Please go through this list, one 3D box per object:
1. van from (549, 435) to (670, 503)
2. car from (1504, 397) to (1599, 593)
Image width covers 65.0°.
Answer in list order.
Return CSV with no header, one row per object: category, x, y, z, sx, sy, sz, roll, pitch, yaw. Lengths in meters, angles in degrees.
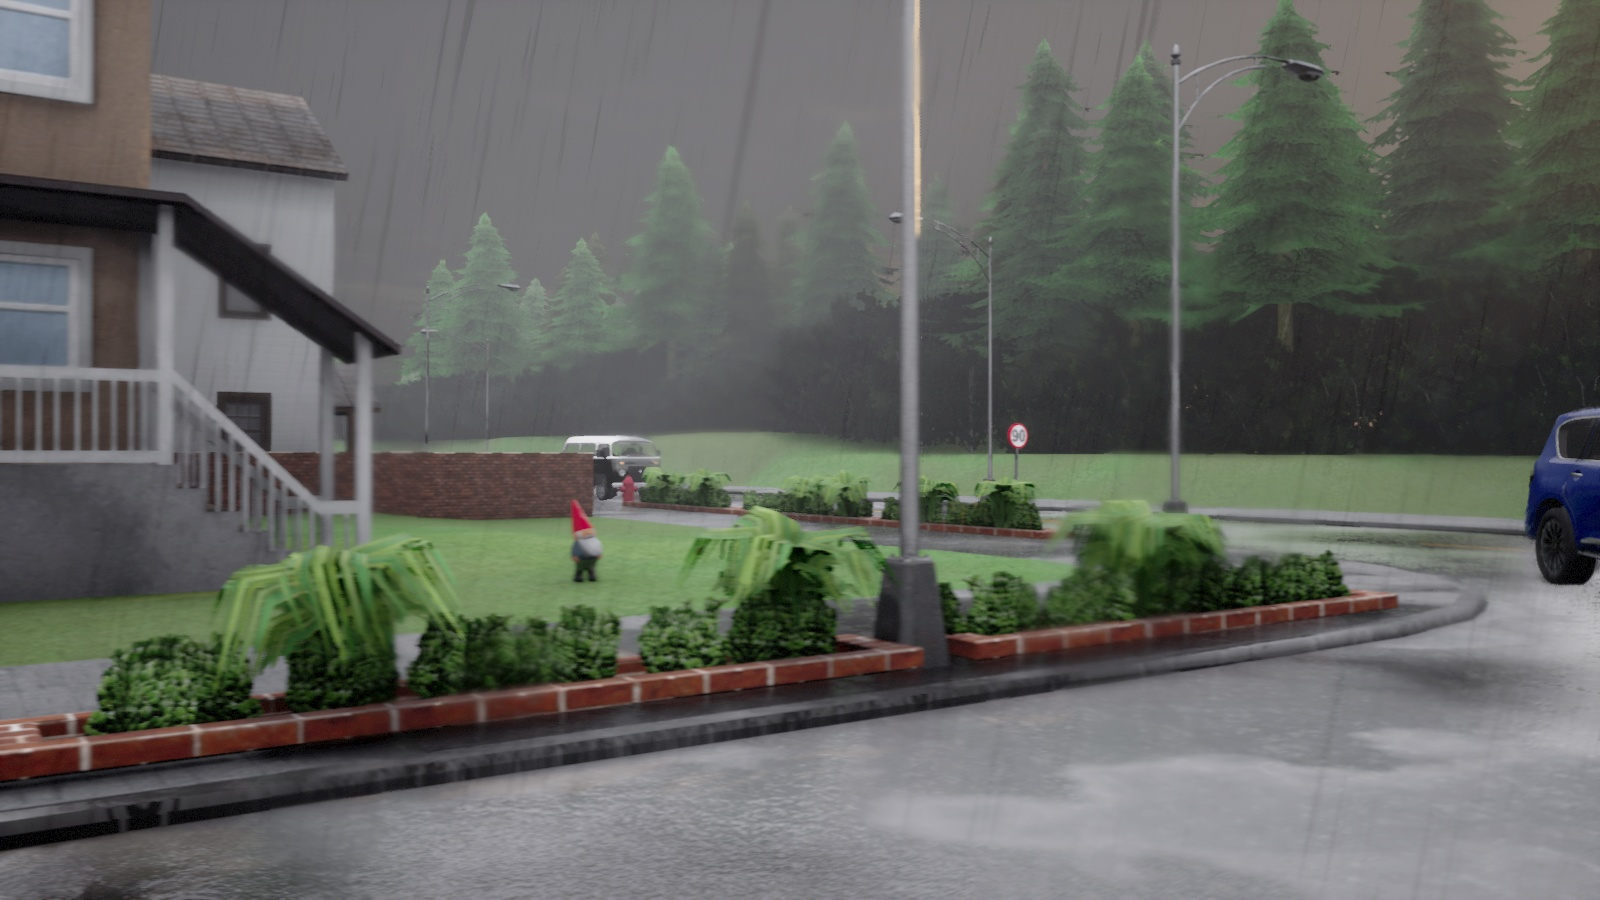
van,-6.157,0.580,40.208,2.069,2.038,4.480,0,0,-35
car,9.381,0.476,12.648,2.150,2.045,5.566,0,0,8
